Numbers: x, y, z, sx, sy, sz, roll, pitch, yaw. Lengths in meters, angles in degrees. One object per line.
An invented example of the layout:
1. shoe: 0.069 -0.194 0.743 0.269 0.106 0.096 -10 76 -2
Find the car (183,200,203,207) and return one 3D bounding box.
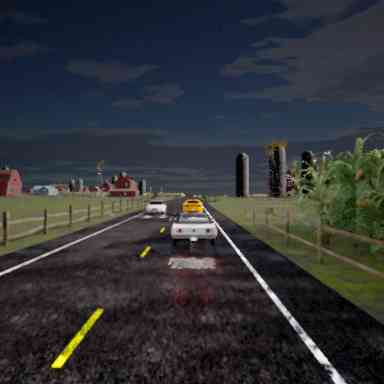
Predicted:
1. car: 0.096 1.514 34.116 1.882 1.535 5.008 0 0 0

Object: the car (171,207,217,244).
1. car: 0.085 1.612 15.721 1.895 1.301 4.718 0 0 0

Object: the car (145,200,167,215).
1. car: -3.599 1.562 34.099 1.812 1.442 4.674 0 0 0
